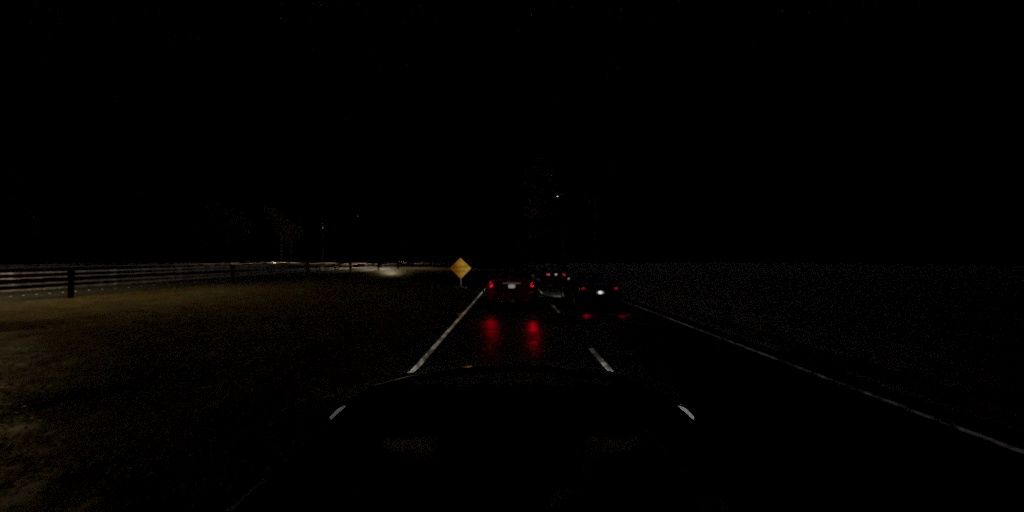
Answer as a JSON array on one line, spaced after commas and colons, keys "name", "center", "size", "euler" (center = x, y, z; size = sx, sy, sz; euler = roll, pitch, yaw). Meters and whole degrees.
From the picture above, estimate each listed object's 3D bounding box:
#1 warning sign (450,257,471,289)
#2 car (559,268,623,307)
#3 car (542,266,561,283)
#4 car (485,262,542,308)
[{"name": "warning sign", "center": [-3.061, 1.016, 21.426], "size": [1.300, 1.860, 1.060], "euler": [0, 0, 0]}, {"name": "car", "center": [3.495, 1.427, 16.157], "size": [1.994, 1.385, 4.181], "euler": [0, 0, 0]}, {"name": "car", "center": [3.484, 1.543, 30.849], "size": [2.033, 1.411, 5.357], "euler": [0, -1, 0]}, {"name": "car", "center": [-0.007, 1.211, 15.936], "size": [2.097, 1.767, 4.553], "euler": [0, -1, 0]}]
